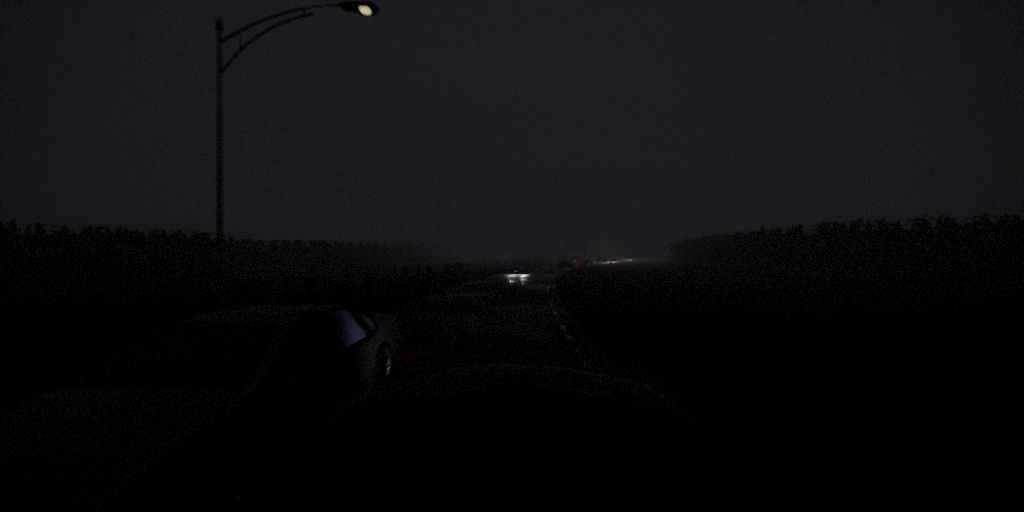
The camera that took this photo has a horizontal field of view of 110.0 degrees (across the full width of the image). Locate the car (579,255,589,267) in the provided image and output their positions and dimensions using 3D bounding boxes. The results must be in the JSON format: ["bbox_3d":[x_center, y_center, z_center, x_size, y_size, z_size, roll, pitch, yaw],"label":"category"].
[{"bbox_3d":[10.897,0.846,59.250,2.097,1.767,4.553,0,0,22],"label":"car"}]

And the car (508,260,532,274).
[{"bbox_3d":[0.948,1.168,39.301,2.033,1.411,5.357,0,0,13],"label":"car"}]

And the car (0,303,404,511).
[{"bbox_3d":[-2.809,1.295,4.005,2.033,1.411,5.357,0,0,1],"label":"car"}]

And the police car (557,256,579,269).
[{"bbox_3d":[7.638,0.980,50.107,1.930,1.638,5.238,0,0,18],"label":"police car"}]
